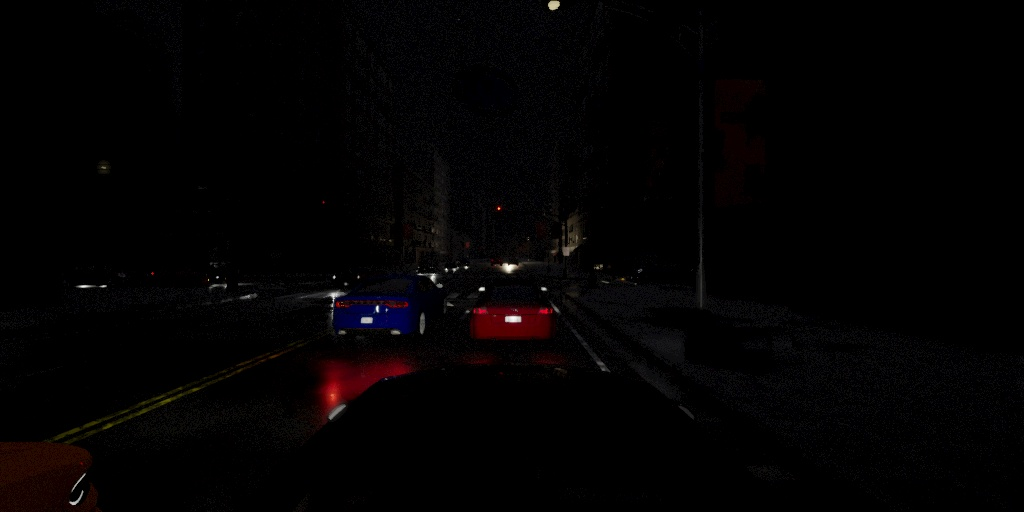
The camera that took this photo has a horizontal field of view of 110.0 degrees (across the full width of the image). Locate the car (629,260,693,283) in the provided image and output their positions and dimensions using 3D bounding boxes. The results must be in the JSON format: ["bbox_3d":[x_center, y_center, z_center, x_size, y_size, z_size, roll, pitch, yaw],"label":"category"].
[{"bbox_3d":[11.631,1.140,28.061,4.553,1.767,2.097,0,0,2],"label":"car"}]

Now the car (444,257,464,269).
[{"bbox_3d":[-9.654,1.292,58.358,2.033,1.411,5.357,0,0,1],"label":"car"}]

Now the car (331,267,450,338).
[{"bbox_3d":[-3.122,1.228,10.176,1.882,1.535,5.008,0,0,0],"label":"car"}]

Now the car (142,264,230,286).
[{"bbox_3d":[-22.523,1.307,25.018,4.181,1.385,1.994,0,0,1],"label":"car"}]

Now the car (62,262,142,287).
[{"bbox_3d":[-25.351,1.172,22.500,4.097,1.591,1.967,0,0,0],"label":"car"}]

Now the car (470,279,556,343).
[{"bbox_3d":[0.029,1.314,9.648,1.994,1.385,4.181,0,0,0],"label":"car"}]

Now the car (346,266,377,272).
[{"bbox_3d":[-9.783,1.343,23.332,1.895,1.301,4.718,0,0,0],"label":"car"}]

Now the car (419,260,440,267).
[{"bbox_3d":[-9.718,1.254,42.411,1.837,1.490,4.892,0,0,0],"label":"car"}]

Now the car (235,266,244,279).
[{"bbox_3d":[-25.283,1.330,30.524,4.313,1.339,1.948,0,0,0],"label":"car"}]
